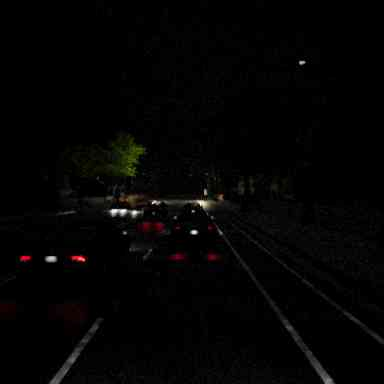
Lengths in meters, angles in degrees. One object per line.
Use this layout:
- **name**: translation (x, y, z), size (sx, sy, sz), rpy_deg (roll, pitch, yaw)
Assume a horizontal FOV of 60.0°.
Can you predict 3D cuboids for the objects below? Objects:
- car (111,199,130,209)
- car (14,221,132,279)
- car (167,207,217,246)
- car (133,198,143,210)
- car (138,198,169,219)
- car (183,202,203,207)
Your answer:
- **car**: translation (-9.827, 1.677, 45.853), size (1.994, 1.385, 4.181), rpy_deg (0, 0, 0)
- **car**: translation (-3.183, 1.573, 10.050), size (2.033, 1.411, 5.357), rpy_deg (0, 0, 0)
- **car**: translation (0.089, 1.602, 15.391), size (1.994, 1.385, 4.181), rpy_deg (0, 0, 0)
- **car**: translation (-6.583, 1.586, 44.268), size (1.882, 1.535, 5.008), rpy_deg (0, 0, 0)
- **car**: translation (-3.160, 1.565, 29.957), size (2.128, 1.511, 4.902), rpy_deg (0, 0, 0)
- **car**: translation (0.092, 1.639, 30.616), size (1.994, 1.385, 4.181), rpy_deg (0, 0, 0)
